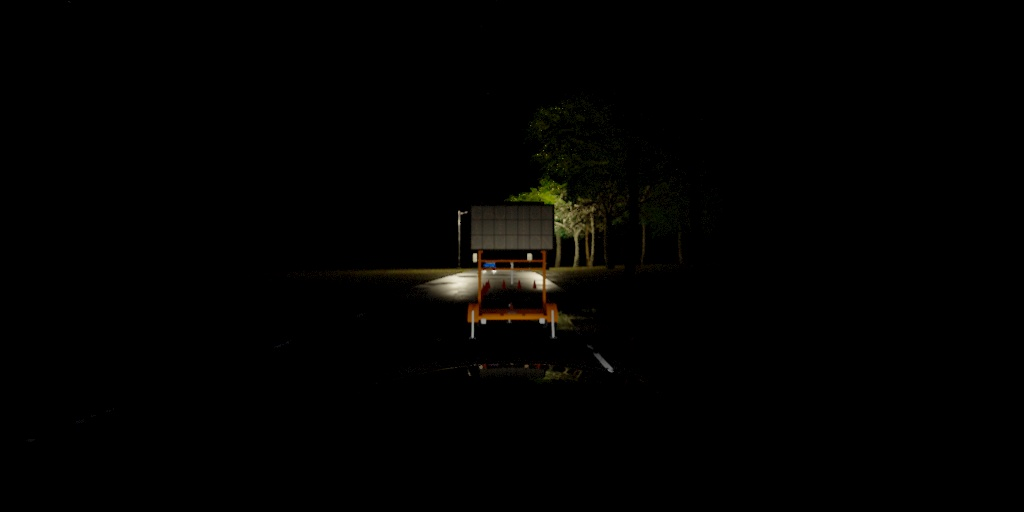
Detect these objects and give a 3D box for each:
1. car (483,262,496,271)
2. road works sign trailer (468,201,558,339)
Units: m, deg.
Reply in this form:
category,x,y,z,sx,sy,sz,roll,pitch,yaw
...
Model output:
category,x,y,z,sx,sy,sz,roll,pitch,yaw
car,-3.602,1.615,57.979,1.882,1.535,5.008,0,-1,0
road works sign trailer,-0.002,0.257,10.257,2.380,3.560,2.880,0,0,-1
